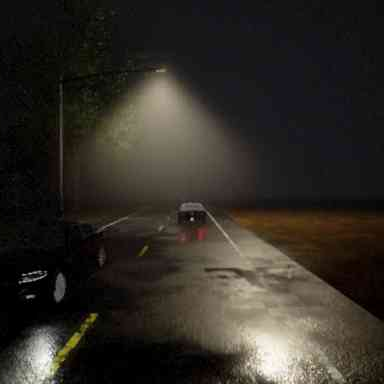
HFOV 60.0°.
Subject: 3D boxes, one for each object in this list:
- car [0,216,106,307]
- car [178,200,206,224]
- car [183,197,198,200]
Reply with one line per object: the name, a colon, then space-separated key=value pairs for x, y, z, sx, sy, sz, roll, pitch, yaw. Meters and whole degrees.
car: x=-3.522 y=1.429 z=8.135 sx=1.882 sy=1.535 sz=5.008 roll=0 pitch=0 yaw=0
car: x=-0.011 y=1.461 z=23.772 sx=1.895 sy=1.301 sz=4.718 roll=0 pitch=0 yaw=0
car: x=-0.233 y=1.323 z=41.929 sx=1.994 sy=1.385 sz=4.181 roll=0 pitch=0 yaw=-1
